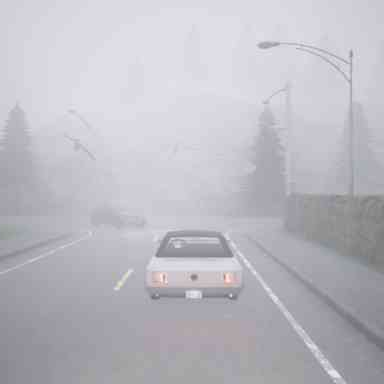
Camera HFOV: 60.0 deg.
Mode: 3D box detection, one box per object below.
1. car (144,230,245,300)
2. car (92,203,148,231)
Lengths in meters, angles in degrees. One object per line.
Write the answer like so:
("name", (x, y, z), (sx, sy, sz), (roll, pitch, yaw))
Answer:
("car", (0.058, 1.601, 8.353), (1.895, 1.301, 4.718), (0, 0, 0))
("car", (-4.660, 1.507, 21.044), (1.837, 1.490, 4.892), (5, -3, -41))
